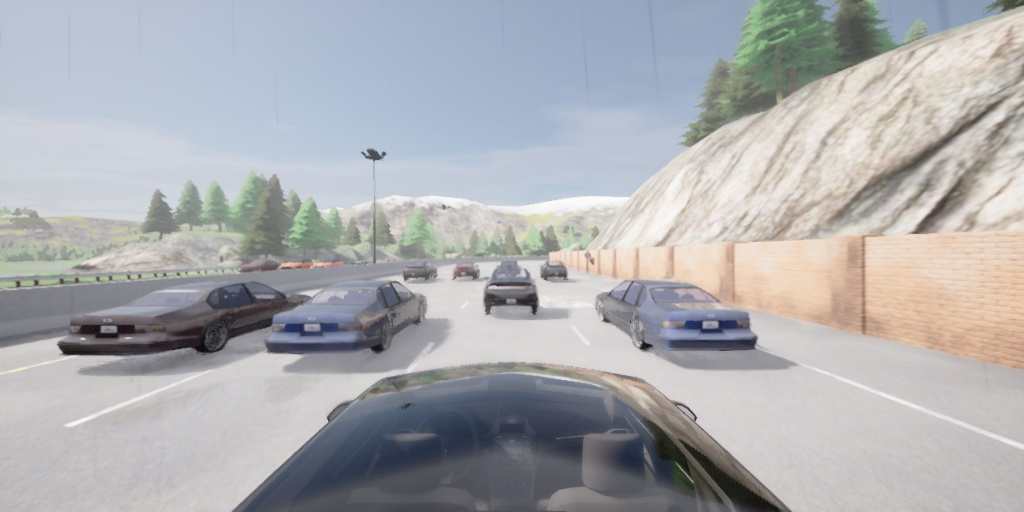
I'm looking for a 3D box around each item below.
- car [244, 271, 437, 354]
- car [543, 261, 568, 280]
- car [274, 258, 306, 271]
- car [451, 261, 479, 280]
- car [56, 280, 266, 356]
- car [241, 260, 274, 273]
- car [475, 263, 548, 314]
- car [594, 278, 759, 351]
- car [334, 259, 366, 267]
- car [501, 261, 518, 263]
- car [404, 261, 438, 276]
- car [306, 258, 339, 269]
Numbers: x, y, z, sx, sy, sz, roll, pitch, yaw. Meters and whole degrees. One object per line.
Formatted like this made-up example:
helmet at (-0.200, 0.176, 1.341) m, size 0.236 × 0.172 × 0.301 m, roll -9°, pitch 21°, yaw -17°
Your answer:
car at (-3.500, 1.285, 8.777) m, size 2.033 × 1.411 × 5.357 m, roll 0°, pitch 0°, yaw 0°
car at (3.284, 1.106, 28.728) m, size 2.128 × 1.511 × 4.902 m, roll 0°, pitch 0°, yaw -1°
car at (-25.042, 1.055, 41.957) m, size 2.097 × 1.767 × 4.553 m, roll 0°, pitch 0°, yaw 0°
car at (-3.724, 1.172, 29.681) m, size 1.812 × 1.442 × 4.674 m, roll 0°, pitch 0°, yaw -1°
car at (-7.000, 1.303, 8.725) m, size 2.033 × 1.411 × 5.357 m, roll 0°, pitch 0°, yaw 0°
car at (-28.531, 1.204, 40.942) m, size 1.882 × 1.535 × 5.008 m, roll 0°, pitch 1°, yaw 0°
car at (-0.038, 1.189, 13.584) m, size 2.128 × 1.511 × 4.902 m, roll 0°, pitch 0°, yaw 0°
car at (3.499, 1.248, 8.851) m, size 2.033 × 1.411 × 5.357 m, roll 0°, pitch 0°, yaw 0°
car at (-18.037, 1.272, 41.037) m, size 1.895 × 1.301 × 4.718 m, roll 0°, pitch 0°, yaw -1°
car at (-0.217, 1.136, 28.985) m, size 1.837 × 1.490 × 4.892 m, roll 0°, pitch 0°, yaw -1°
car at (-7.215, 1.161, 28.615) m, size 2.128 × 1.511 × 4.902 m, roll 0°, pitch 0°, yaw -1°
car at (-21.544, 1.036, 42.032) m, size 2.097 × 1.767 × 4.553 m, roll 0°, pitch 0°, yaw 0°
